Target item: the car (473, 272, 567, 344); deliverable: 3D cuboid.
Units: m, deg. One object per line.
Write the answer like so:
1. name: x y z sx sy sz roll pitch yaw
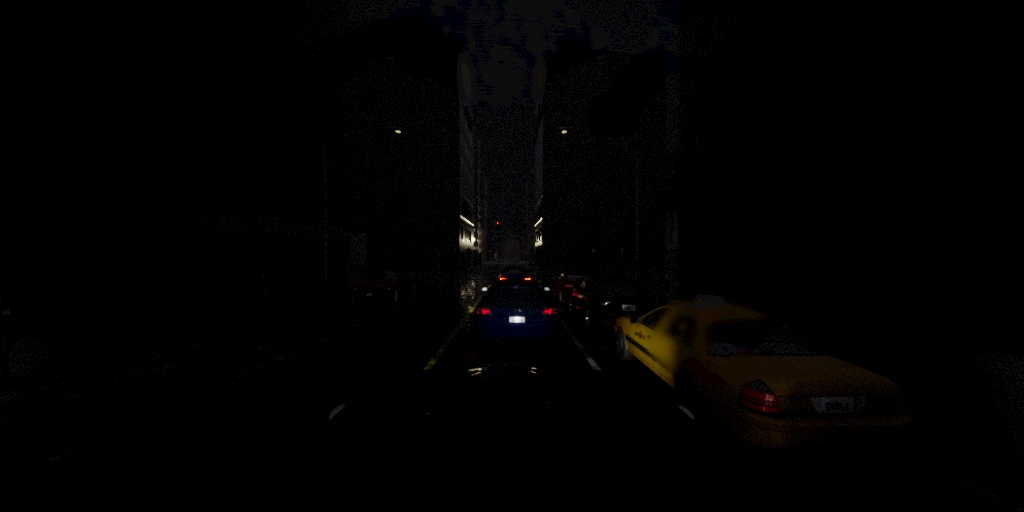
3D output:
1. car: 0.104 1.309 9.563 1.994 1.385 4.181 0 0 0

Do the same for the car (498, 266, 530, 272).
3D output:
1. car: 0.111 1.264 19.578 1.812 1.442 4.674 0 0 -2

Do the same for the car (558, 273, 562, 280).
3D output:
1. car: 2.882 1.322 16.464 1.802 1.307 4.207 0 0 0

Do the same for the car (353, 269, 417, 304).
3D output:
1. car: -5.663 1.286 16.466 1.888 1.381 4.507 0 0 0

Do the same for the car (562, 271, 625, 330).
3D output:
1. car: 2.879 1.310 10.878 1.948 1.339 4.313 0 0 0

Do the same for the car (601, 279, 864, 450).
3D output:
1. car: 2.876 1.273 5.462 1.751 1.417 4.829 0 0 0
